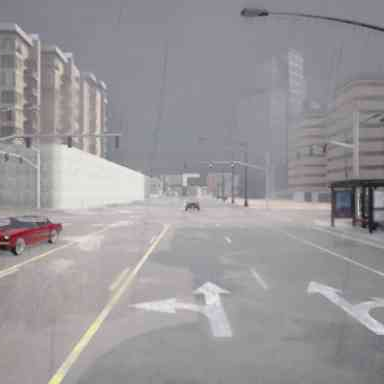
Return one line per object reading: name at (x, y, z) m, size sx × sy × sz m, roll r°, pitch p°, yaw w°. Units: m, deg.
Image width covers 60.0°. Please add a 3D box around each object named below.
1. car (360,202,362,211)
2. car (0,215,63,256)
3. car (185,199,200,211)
car at (19.773, 1.332, 33.067) m, size 5.566 × 2.045 × 2.150 m, roll 0°, pitch 0°, yaw 2°
car at (-7.072, 1.648, 13.559) m, size 1.895 × 1.301 × 4.718 m, roll 0°, pitch 0°, yaw 0°
car at (0.090, 1.675, 44.001) m, size 1.812 × 1.442 × 4.674 m, roll 0°, pitch 0°, yaw 0°
